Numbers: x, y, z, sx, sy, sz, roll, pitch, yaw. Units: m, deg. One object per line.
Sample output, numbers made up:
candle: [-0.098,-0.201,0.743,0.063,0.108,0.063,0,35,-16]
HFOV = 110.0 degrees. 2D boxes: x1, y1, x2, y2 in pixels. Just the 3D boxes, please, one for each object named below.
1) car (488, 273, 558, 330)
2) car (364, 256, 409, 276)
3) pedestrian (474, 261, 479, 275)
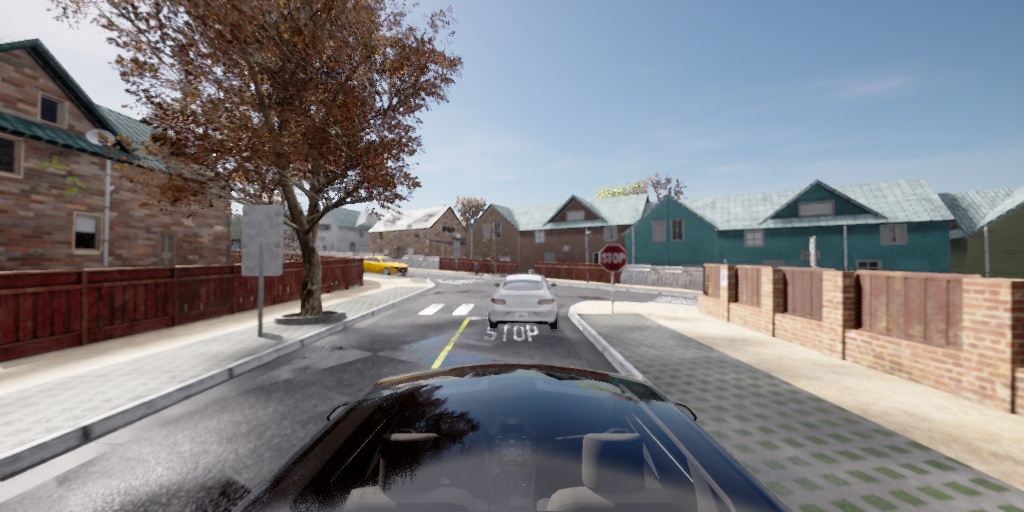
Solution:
car: [0.398,1.250,10.911,1.812,1.442,4.674,0,0,4]
car: [-10.604,0.767,29.384,5.008,1.535,1.882,2,0,32]
pedestrian: [-3.116,1.019,31.604,0.375,1.300,0.375,-1,-5,32]
